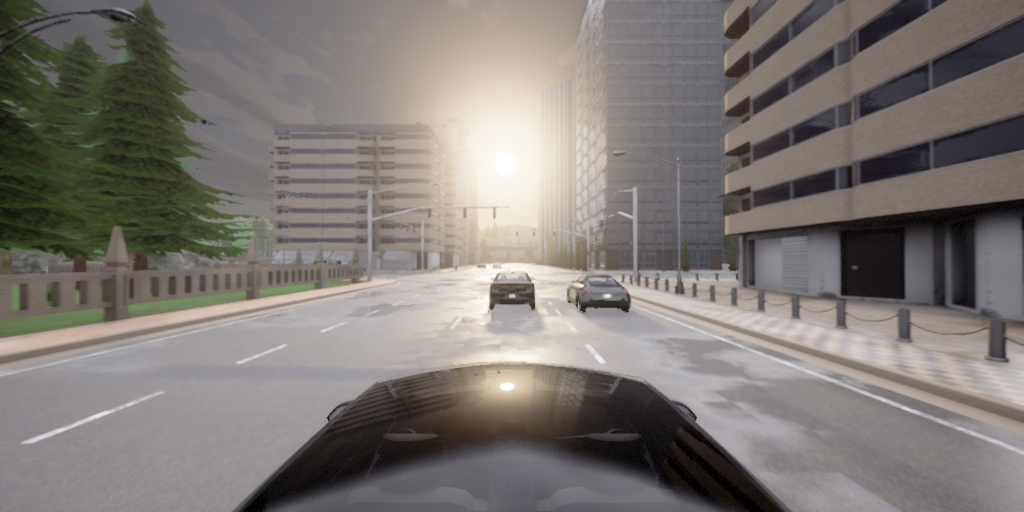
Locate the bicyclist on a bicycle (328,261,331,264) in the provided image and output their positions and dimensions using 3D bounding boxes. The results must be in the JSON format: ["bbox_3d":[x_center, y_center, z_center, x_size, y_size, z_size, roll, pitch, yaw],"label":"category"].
[{"bbox_3d":[-26.077,1.544,51.291,0.582,1.620,1.656,0,0,7],"label":"bicyclist on a bicycle"}]

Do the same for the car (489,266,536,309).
[{"bbox_3d":[0.030,1.387,16.079,1.882,1.535,5.008,0,0,0],"label":"car"}]

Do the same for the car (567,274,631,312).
[{"bbox_3d":[3.522,1.464,15.183,1.994,1.385,4.181,0,-1,0],"label":"car"}]
